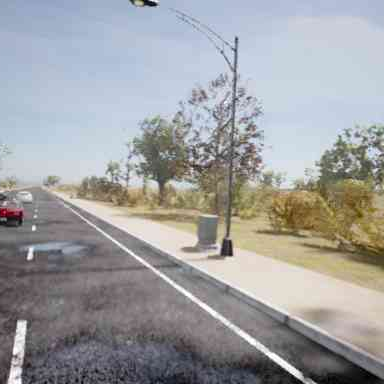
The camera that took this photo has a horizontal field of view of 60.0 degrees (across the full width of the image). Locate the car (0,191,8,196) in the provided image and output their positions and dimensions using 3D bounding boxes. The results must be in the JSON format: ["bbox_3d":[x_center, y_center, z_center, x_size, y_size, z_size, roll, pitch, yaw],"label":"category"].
[{"bbox_3d":[-26.645,0.565,45.909,1.895,1.301,4.718,3,0,-25],"label":"car"}]

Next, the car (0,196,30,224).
[{"bbox_3d":[-11.244,1.165,20.334,1.895,1.301,4.718,3,0,-25],"label":"car"}]

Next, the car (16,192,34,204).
[{"bbox_3d":[-21.676,0.701,43.110,1.812,1.442,4.674,3,0,-25],"label":"car"}]
